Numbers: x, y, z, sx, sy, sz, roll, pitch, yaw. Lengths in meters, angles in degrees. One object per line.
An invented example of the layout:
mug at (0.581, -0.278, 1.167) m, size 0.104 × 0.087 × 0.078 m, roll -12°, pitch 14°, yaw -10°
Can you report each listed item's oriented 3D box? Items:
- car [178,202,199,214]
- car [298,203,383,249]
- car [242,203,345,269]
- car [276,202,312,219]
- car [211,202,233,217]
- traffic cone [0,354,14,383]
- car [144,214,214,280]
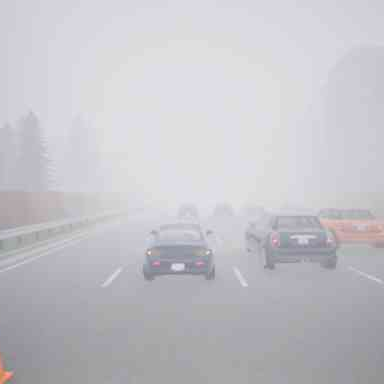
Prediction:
car at (-0.383, 1.815, 33.927) m, size 1.837 × 1.490 × 4.892 m, roll 0°, pitch 0°, yaw 0°
car at (6.656, 1.453, 15.195) m, size 2.097 × 1.767 × 4.553 m, roll 0°, pitch -1°, yaw 0°
car at (3.165, 1.440, 11.593) m, size 2.097 × 1.767 × 4.553 m, roll 0°, pitch -1°, yaw 0°
car at (10.116, 1.795, 33.446) m, size 2.033 × 1.411 × 5.357 m, roll 0°, pitch 0°, yaw 0°
car at (3.116, 1.801, 34.431) m, size 1.837 × 1.490 × 4.892 m, roll 0°, pitch 0°, yaw 0°
traffic cone at (-2.430, 2.007, 4.064) m, size 0.340 × 0.580 × 0.340 m, roll 0°, pitch -1°, yaw 0°
car at (-0.332, 1.620, 10.190) m, size 1.812 × 1.442 × 4.674 m, roll 0°, pitch 0°, yaw 0°
